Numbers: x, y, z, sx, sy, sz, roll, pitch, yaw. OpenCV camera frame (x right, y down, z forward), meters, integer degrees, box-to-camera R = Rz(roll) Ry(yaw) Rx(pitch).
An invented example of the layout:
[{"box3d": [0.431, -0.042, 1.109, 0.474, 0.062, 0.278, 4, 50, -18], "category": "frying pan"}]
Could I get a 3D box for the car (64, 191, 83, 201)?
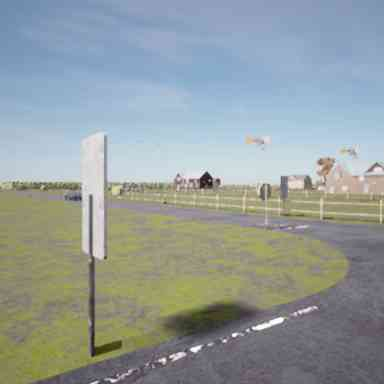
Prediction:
[{"box3d": [-17.959, 0.551, 50.403, 1.994, 1.385, 4.181, 0, 1, -36], "category": "car"}]
